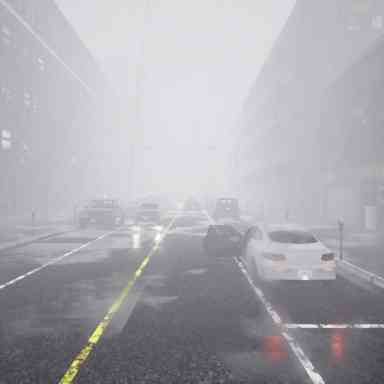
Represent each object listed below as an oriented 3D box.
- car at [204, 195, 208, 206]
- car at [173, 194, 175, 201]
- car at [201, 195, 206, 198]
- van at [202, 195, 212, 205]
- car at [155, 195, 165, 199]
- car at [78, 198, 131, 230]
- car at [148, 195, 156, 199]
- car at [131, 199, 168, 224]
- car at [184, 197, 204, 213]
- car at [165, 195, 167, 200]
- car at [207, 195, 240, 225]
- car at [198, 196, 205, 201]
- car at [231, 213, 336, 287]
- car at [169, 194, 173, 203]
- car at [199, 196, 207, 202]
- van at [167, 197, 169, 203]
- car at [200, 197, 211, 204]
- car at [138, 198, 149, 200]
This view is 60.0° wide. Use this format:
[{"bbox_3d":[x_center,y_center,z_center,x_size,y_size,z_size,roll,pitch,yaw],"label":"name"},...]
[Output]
[{"bbox_3d":[2.694,1.480,38.654,1.967,1.590,4.097,0,0,0],"label":"car"},{"bbox_3d":[-5.690,1.724,78.486,1.802,1.307,4.206,0,0,0],"label":"car"},{"bbox_3d":[2.692,1.656,55.724,1.802,1.307,4.206,0,0,0],"label":"car"},{"bbox_3d":[2.693,1.430,61.413,1.690,1.788,3.998,0,0,0],"label":"van"},{"bbox_3d":[-5.686,1.376,50.036,2.192,1.841,5.009,0,0,0],"label":"car"},{"bbox_3d":[-5.684,1.330,21.585,2.192,1.841,5.009,0,0,0],"label":"car"},{"bbox_3d":[-5.686,1.480,38.656,1.967,1.590,4.097,0,0,0],"label":"car"},{"bbox_3d":[-3.101,1.524,24.866,1.837,1.490,4.892,0,0,0],"label":"car"},{"bbox_3d":[0.076,1.604,38.366,1.994,1.385,4.181,0,0,0],"label":"car"},{"bbox_3d":[-5.688,1.599,55.557,1.752,1.417,4.829,0,0,0],"label":"car"},{"bbox_3d":[2.696,1.338,27.274,2.192,1.841,5.009,0,0,0],"label":"car"},{"bbox_3d":[2.689,1.786,95.554,1.802,1.307,4.206,0,0,0],"label":"car"},{"bbox_3d":[2.352,1.529,9.224,1.812,1.442,4.674,0,0,0],"label":"car"},{"bbox_3d":[-5.689,1.648,72.625,1.752,1.417,4.829,0,0,0],"label":"car"},{"bbox_3d":[2.690,1.744,84.174,1.802,1.307,4.206,0,0,0],"label":"car"},{"bbox_3d":[-5.687,1.430,61.414,1.690,1.788,3.998,0,0,0],"label":"van"},{"bbox_3d":[2.691,1.650,67.104,1.887,1.381,4.507,0,0,0],"label":"car"},{"bbox_3d":[-5.686,1.582,32.966,2.008,1.369,4.403,0,0,0],"label":"car"}]
